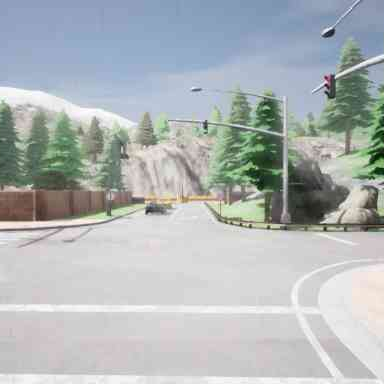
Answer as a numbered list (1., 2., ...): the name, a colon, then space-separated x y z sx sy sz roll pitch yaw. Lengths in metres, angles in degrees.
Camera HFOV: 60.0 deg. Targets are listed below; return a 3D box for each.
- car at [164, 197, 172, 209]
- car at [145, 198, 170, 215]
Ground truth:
1. car: -3.665 1.477 44.431 1.882 1.535 5.008 0 0 0
2. car: -3.652 1.601 34.218 1.895 1.301 4.718 0 0 0
